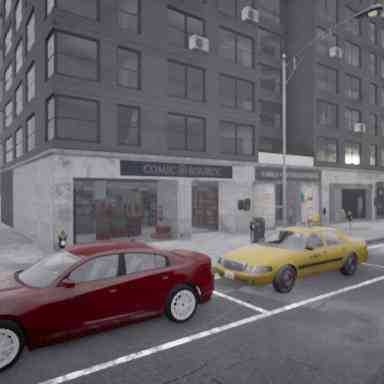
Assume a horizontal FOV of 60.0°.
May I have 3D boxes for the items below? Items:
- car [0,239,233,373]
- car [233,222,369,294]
[{"bbox_3d":[-1.682,1.541,5.568,4.507,1.381,1.887,0,0,-36],"label":"car"},{"bbox_3d":[2.790,1.512,8.767,4.829,1.417,1.752,0,0,-36],"label":"car"}]
